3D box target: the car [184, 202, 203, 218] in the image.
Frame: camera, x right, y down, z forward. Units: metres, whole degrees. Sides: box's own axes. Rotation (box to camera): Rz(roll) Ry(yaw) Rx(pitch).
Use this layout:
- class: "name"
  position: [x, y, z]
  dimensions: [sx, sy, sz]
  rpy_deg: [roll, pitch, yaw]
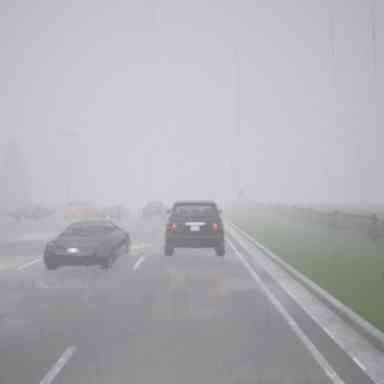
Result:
- class: "car"
  position: [0.089, 1.779, 34.454]
  dimensions: [1.812, 1.442, 4.674]
  rpy_deg: [0, 0, -1]

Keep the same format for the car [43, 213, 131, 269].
- class: "car"
  position: [-3.400, 1.650, 11.504]
  dimensions: [1.994, 1.385, 4.181]
  rpy_deg: [0, 0, 0]

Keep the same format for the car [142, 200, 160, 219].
- class: "car"
  position: [-3.399, 1.583, 31.562]
  dimensions: [2.097, 1.767, 4.553]
  rpy_deg: [0, 0, 0]

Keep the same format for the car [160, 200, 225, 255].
- class: "car"
  position: [0.100, 1.326, 13.887]
  dimensions: [2.150, 2.045, 5.566]
  rpy_deg: [0, 0, 0]

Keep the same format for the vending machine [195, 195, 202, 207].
- class: "vending machine"
  position: [1.214, 1.648, 61.715]
  dimensions: [1.100, 2.100, 0.880]
  rpy_deg: [0, 0, -13]

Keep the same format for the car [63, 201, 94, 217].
- class: "car"
  position: [-10.398, 1.583, 31.451]
  dimensions: [2.097, 1.767, 4.553]
  rpy_deg: [0, 0, 0]

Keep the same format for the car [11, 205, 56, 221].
- class: "car"
  position: [-13.898, 1.818, 29.544]
  dimensions: [1.895, 1.301, 4.718]
  rpy_deg: [0, 0, 0]

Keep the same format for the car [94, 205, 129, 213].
- class: "car"
  position: [-6.899, 1.818, 29.553]
  dimensions: [1.895, 1.301, 4.718]
  rpy_deg: [0, 0, 0]
